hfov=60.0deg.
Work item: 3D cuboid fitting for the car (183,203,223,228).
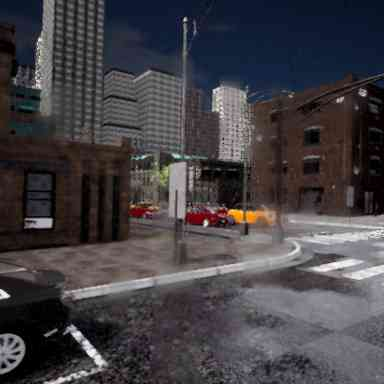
[{"bbox_3d":[0.780,1.723,23.835,1.887,1.381,4.507,1,-1,-35],"label":"car"}]

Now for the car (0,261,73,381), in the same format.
[{"bbox_3d":[-3.725,1.544,3.887,4.403,1.369,2.008,1,1,-35],"label":"car"}]

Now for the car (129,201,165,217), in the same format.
[{"bbox_3d":[-5.071,1.849,36.964,1.882,1.535,5.008,2,-2,-35],"label":"car"}]

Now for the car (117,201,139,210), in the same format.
[{"bbox_3d":[-10.625,2.211,55.098,1.752,1.417,4.829,1,-1,-35],"label":"car"}]

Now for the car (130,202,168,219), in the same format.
[{"bbox_3d":[-4.381,1.837,31.210,1.802,1.307,4.206,1,-1,-35],"label":"car"}]

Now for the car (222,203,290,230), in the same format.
[{"bbox_3d":[4.566,1.581,23.189,2.097,1.767,4.553,2,-2,-35],"label":"car"}]
